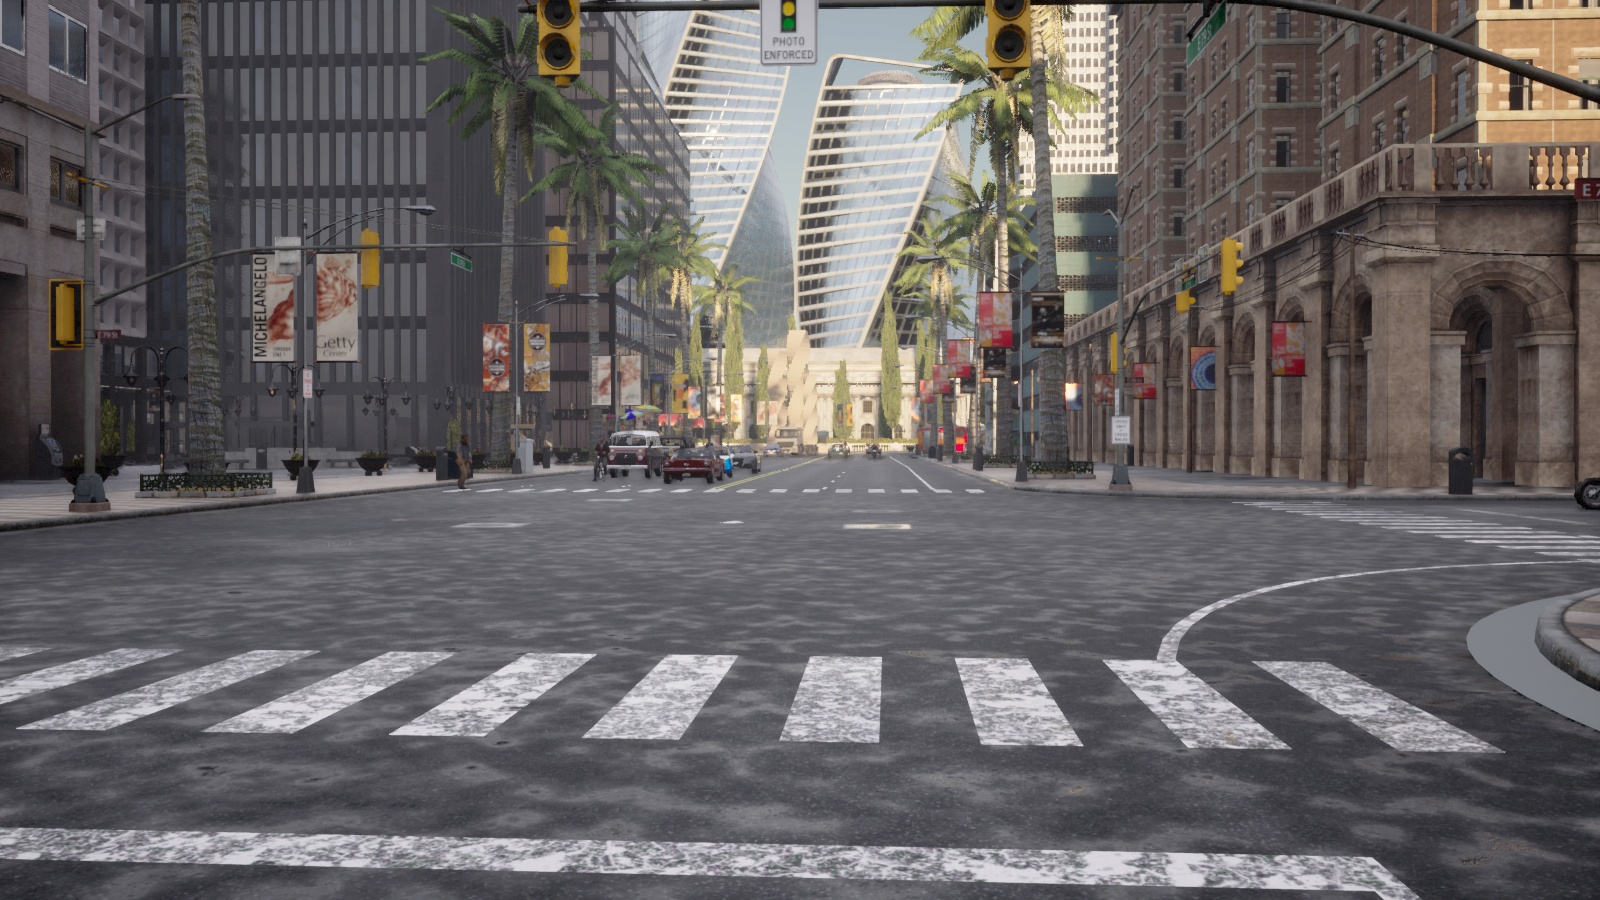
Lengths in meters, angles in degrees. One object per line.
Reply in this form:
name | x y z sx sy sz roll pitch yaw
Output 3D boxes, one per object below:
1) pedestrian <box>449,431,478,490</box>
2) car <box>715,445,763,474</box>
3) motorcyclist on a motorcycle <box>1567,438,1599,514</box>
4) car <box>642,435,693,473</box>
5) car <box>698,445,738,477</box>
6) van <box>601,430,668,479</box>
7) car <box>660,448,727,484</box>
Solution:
pedestrian | -10.640 0.317 39.670 0.694 1.848 0.540 0 0 21
car | -3.054 0.450 63.475 1.994 1.385 4.181 0 0 3
motorcyclist on a motorcycle | 18.289 0.556 27.621 2.350 1.649 0.766 0 0 3
car | -6.588 0.182 62.927 1.905 1.878 3.866 0 0 4
car | -3.574 0.487 55.148 1.481 1.376 2.207 0 0 4
van | -7.118 0.156 54.544 2.069 2.038 4.480 0 0 4
car | -4.025 0.572 48.115 1.895 1.301 4.718 0 0 3
